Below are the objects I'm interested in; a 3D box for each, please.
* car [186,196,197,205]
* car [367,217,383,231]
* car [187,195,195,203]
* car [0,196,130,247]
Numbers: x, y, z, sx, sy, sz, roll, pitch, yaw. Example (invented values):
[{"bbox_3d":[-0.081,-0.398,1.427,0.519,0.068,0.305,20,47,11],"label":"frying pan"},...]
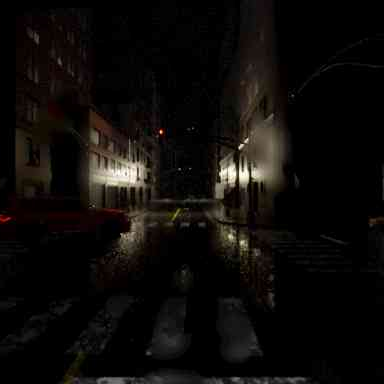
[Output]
[{"bbox_3d":[-0.067,1.580,60.331,1.895,1.301,4.718,0,0,0],"label":"car"},{"bbox_3d":[12.372,1.519,18.464,4.829,1.417,1.752,0,0,0],"label":"car"},{"bbox_3d":[-0.199,1.493,71.439,1.812,1.442,4.674,0,0,0],"label":"car"},{"bbox_3d":[-5.686,1.221,15.255,5.566,2.045,2.150,0,0,-25],"label":"car"}]
